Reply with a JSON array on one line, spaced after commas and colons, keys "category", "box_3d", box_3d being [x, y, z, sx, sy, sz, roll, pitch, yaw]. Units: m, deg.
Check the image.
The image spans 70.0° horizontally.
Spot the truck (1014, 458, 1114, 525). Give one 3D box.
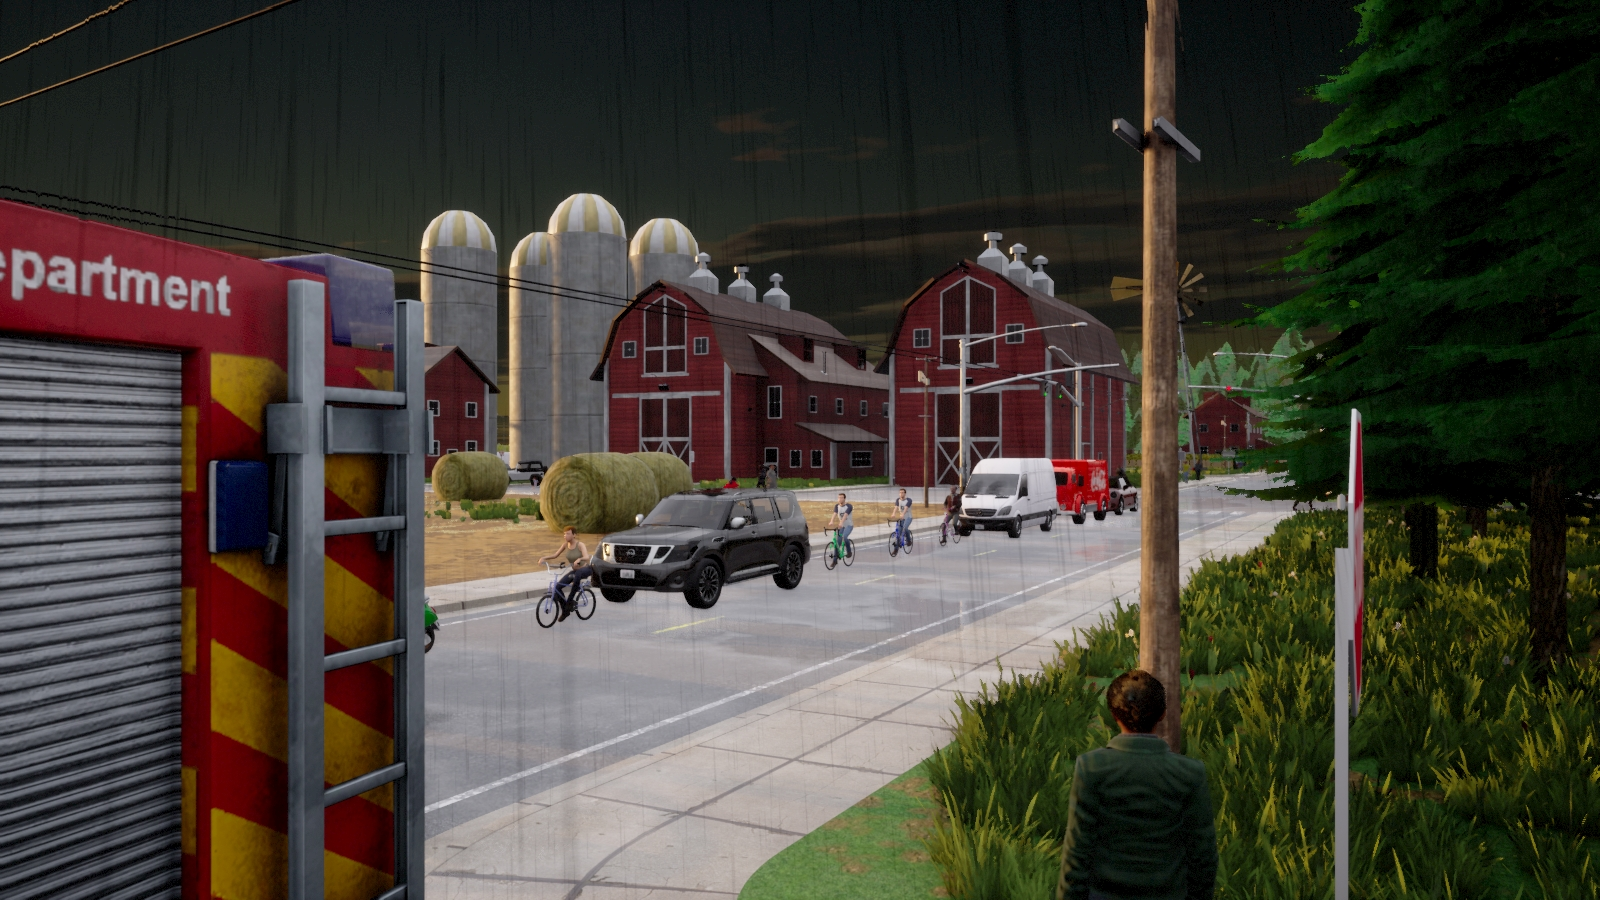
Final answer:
[{"category": "truck", "box_3d": [10.558, 1.568, 45.374, 2.627, 2.467, 5.204, 0, 0, 28]}]

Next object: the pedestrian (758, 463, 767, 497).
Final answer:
[{"category": "pedestrian", "box_3d": [-2.090, 1.669, 63.350, 0.375, 1.860, 0.375, 0, 0, 27]}]

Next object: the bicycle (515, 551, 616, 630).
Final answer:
[{"category": "bicycle", "box_3d": [-3.787, 2.256, 18.582, 0.859, 1.080, 1.487, 0, 0, 28]}]

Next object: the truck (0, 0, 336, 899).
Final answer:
[{"category": "truck", "box_3d": [-5.980, 0.867, 3.786, 8.468, 3.827, 2.891, 0, 0, 20]}]

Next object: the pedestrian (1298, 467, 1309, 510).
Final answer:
[{"category": "pedestrian", "box_3d": [21.974, 1.685, 49.852, 0.375, 1.860, 0.375, 0, 0, 30]}]

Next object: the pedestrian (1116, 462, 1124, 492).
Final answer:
[{"category": "pedestrian", "box_3d": [20.022, 1.696, 71.539, 0.375, 1.860, 0.375, 0, 0, 32]}]

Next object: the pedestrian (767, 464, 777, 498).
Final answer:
[{"category": "pedestrian", "box_3d": [-1.539, 1.670, 62.051, 0.375, 1.860, 0.375, 0, 0, 41]}]

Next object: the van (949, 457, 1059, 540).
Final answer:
[{"category": "van", "box_3d": [7.067, 1.534, 38.948, 1.988, 2.561, 5.915, 0, 0, 28]}]

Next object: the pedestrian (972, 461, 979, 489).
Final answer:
[{"category": "pedestrian", "box_3d": [11.767, 1.703, 76.659, 0.375, 1.860, 0.375, 0, 0, 28]}]

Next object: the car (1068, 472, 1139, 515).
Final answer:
[{"category": "car", "box_3d": [13.659, 1.903, 51.221, 2.097, 1.767, 4.553, 0, 0, 28]}]

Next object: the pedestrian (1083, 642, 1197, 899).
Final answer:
[{"category": "pedestrian", "box_3d": [1.219, 1.663, 4.135, 0.375, 1.860, 0.375, 0, 0, 13]}]

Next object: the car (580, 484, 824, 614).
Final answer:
[{"category": "car", "box_3d": [-1.718, 1.779, 22.429, 2.150, 2.045, 5.566, 0, 0, 27]}]

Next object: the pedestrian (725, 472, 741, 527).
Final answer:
[{"category": "pedestrian", "box_3d": [-2.303, 1.681, 39.194, 0.375, 1.860, 0.375, 0, 0, 35]}]

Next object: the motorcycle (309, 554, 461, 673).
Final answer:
[{"category": "motorcycle", "box_3d": [-5.522, 2.142, 15.311, 0.856, 1.316, 1.805, 0, 0, 28]}]

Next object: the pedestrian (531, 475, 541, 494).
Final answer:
[{"category": "pedestrian", "box_3d": [-15.581, 2.051, 67.469, 0.500, 1.100, 0.500, 0, 0, 2]}]
